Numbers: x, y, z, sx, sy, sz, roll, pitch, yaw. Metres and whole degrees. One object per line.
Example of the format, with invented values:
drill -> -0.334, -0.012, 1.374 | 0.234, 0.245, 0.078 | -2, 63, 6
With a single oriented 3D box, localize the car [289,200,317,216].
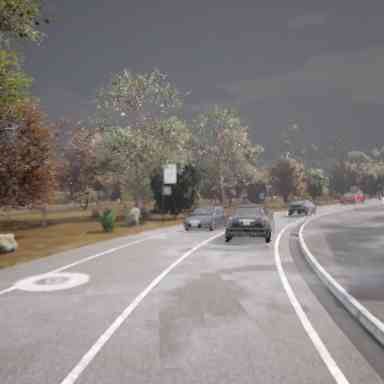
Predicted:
car -> 11.240, 1.589, 33.628 | 1.837, 1.490, 4.892 | -4, -2, 34

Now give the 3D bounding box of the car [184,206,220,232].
car -> 1.021, 1.670, 21.597 | 2.128, 1.511, 4.902 | -2, -1, 22

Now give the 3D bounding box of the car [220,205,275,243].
car -> 3.032, 1.424, 16.859 | 2.097, 1.767, 4.553 | -1, -1, 16

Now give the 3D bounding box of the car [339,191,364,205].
car -> 26.304, 0.905, 54.745 | 5.566, 2.045, 2.150 | -3, -2, -42
